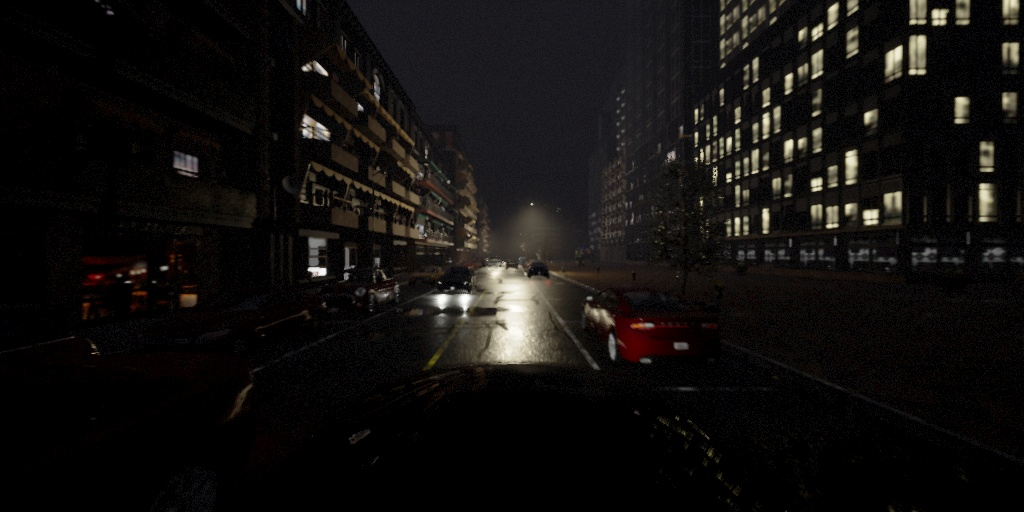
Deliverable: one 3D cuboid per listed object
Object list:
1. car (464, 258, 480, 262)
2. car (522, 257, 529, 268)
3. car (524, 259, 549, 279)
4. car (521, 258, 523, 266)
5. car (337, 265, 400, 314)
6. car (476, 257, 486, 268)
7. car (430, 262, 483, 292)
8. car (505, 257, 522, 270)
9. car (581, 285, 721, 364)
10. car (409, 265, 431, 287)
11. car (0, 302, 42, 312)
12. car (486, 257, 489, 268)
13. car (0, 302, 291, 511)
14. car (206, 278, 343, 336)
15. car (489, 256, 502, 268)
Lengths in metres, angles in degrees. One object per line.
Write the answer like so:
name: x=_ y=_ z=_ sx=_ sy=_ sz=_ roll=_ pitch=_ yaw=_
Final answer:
car: x=-5.688 y=1.303 z=46.610 sx=1.888 sy=1.381 sz=4.507 roll=0 pitch=0 yaw=0
car: x=2.692 y=1.198 z=46.608 sx=1.967 sy=1.591 sz=4.097 roll=0 pitch=0 yaw=0
car: x=2.353 y=1.275 z=33.027 sx=1.812 sy=1.442 sz=4.674 roll=0 pitch=0 yaw=0
car: x=2.692 y=1.288 z=52.305 sx=1.751 sy=1.417 sz=4.829 roll=0 pitch=0 yaw=0
car: x=-5.691 y=1.187 z=13.450 sx=1.967 sy=1.591 sz=4.097 roll=0 pitch=0 yaw=0
car: x=-5.688 y=1.293 z=57.493 sx=1.751 sy=1.417 sz=4.829 roll=0 pitch=0 yaw=0
car: x=-3.098 y=1.294 z=21.312 sx=2.033 sy=1.411 sz=5.357 roll=0 pitch=0 yaw=0
car: x=0.008 y=1.256 z=53.036 sx=2.128 sy=1.511 sz=4.902 roll=0 pitch=0 yaw=0
car: x=2.689 y=1.293 z=7.923 sx=1.888 sy=1.381 sz=4.507 roll=0 pitch=0 yaw=0
car: x=-5.690 y=1.272 z=24.334 sx=1.751 sy=1.417 sz=4.829 roll=0 pitch=0 yaw=0
car: x=-5.692 y=1.190 z=2.397 sx=1.967 sy=1.591 sz=4.097 roll=0 pitch=0 yaw=0
car: x=-5.687 y=1.088 z=63.189 sx=2.192 sy=1.841 sz=5.009 roll=0 pitch=0 yaw=0
car: x=-3.063 y=1.228 z=0.891 sx=1.882 sy=1.535 sz=5.008 roll=0 pitch=0 yaw=0
car: x=-5.691 y=1.330 z=7.924 sx=1.802 sy=1.307 sz=4.207 roll=0 pitch=0 yaw=0
car: x=-3.015 y=1.006 z=63.455 sx=2.150 sy=2.045 sz=5.566 roll=0 pitch=0 yaw=1
